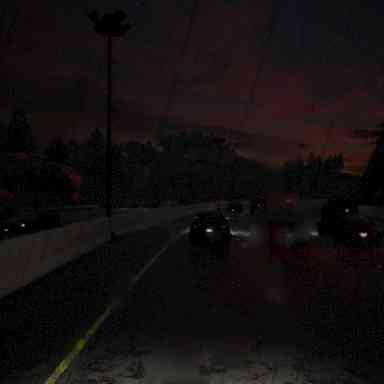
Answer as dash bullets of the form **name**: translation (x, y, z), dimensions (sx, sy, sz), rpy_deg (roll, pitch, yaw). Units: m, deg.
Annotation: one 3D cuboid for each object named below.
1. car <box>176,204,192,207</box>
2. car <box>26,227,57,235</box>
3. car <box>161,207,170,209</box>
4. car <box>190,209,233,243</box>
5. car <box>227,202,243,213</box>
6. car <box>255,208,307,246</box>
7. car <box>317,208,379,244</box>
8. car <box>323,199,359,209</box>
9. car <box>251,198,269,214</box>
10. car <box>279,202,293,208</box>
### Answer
- **car**: translation (-1.297, 2.031, 60.001), dimensions (2.150, 2.045, 5.566), rpy_deg (0, -1, 18)
- **car**: translation (-9.497, 1.765, 19.809), dimensions (1.812, 1.442, 4.674), rpy_deg (0, -1, 6)
- **car**: translation (-4.313, 2.354, 62.050), dimensions (1.812, 1.442, 4.674), rpy_deg (0, -1, 18)
- **car**: translation (1.017, 1.809, 17.680), dimensions (1.994, 1.385, 4.181), rpy_deg (0, -1, 5)
- **car**: translation (6.021, 2.157, 46.515), dimensions (1.837, 1.490, 4.892), rpy_deg (-1, -1, 14)
- **car**: translation (4.429, 1.767, 16.641), dimensions (1.812, 1.442, 4.674), rpy_deg (0, -1, 5)
- **car**: translation (8.014, 1.788, 17.383), dimensions (1.812, 1.442, 4.674), rpy_deg (0, -1, 5)
- **car**: translation (13.187, 1.669, 29.828), dimensions (2.150, 2.045, 5.566), rpy_deg (0, -1, 10)
- **car**: translation (9.114, 1.859, 44.724), dimensions (2.150, 2.045, 5.566), rpy_deg (0, -1, 14)
- **car**: translation (13.721, 2.180, 48.503), dimensions (1.882, 1.535, 5.008), rpy_deg (0, -1, 15)
